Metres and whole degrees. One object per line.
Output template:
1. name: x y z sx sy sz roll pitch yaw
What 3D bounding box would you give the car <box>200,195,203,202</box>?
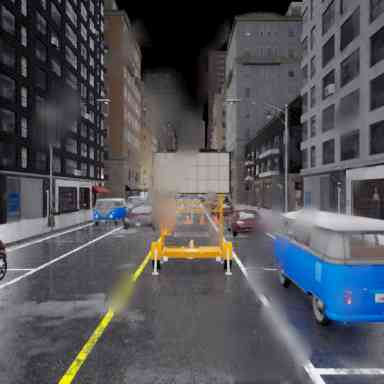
1. car: 2.845 1.556 56.307 2.008 1.369 4.403 0 0 0

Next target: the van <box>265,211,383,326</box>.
1. van: 2.855 1.340 6.794 1.690 1.788 3.998 0 0 0

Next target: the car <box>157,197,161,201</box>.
1. car: -5.677 1.584 45.302 1.802 1.307 4.206 0 0 0

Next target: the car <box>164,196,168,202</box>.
1. car: -5.680 1.571 56.305 1.947 1.339 4.313 0 0 0

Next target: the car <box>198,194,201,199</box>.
1. car: 2.843 1.576 67.309 1.947 1.339 4.313 0 0 0

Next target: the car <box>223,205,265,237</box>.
1. car: 2.853 1.581 17.797 1.802 1.307 4.206 0 0 0

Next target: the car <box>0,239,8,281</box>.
1. car: -5.670 1.440 6.793 1.967 1.590 4.097 0 0 0

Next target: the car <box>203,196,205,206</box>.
1. car: 2.848 1.442 45.304 1.967 1.590 4.097 0 0 0

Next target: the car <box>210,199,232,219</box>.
1. car: 2.851 1.581 28.799 1.802 1.307 4.206 0 0 0

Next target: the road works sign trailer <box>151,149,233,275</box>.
1. road works sign trailer: -0.001 0.464 10.472 2.380 3.560 2.880 0 0 0

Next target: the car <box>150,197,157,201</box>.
1. car: -5.677 1.566 39.801 1.947 1.339 4.313 0 0 0

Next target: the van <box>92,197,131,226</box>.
1. van: -5.674 1.340 23.298 1.690 1.788 3.998 0 0 0

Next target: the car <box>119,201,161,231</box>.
1. car: -3.003 1.524 20.816 1.812 1.442 4.674 0 0 0

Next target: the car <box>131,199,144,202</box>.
1. car: -5.674 1.550 28.798 2.008 1.369 4.403 0 0 0

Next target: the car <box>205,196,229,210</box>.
1. car: 2.849 1.314 34.301 2.192 1.841 5.009 0 0 0

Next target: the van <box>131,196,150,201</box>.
1. van: -5.676 1.340 34.299 1.690 1.788 3.998 0 0 0
